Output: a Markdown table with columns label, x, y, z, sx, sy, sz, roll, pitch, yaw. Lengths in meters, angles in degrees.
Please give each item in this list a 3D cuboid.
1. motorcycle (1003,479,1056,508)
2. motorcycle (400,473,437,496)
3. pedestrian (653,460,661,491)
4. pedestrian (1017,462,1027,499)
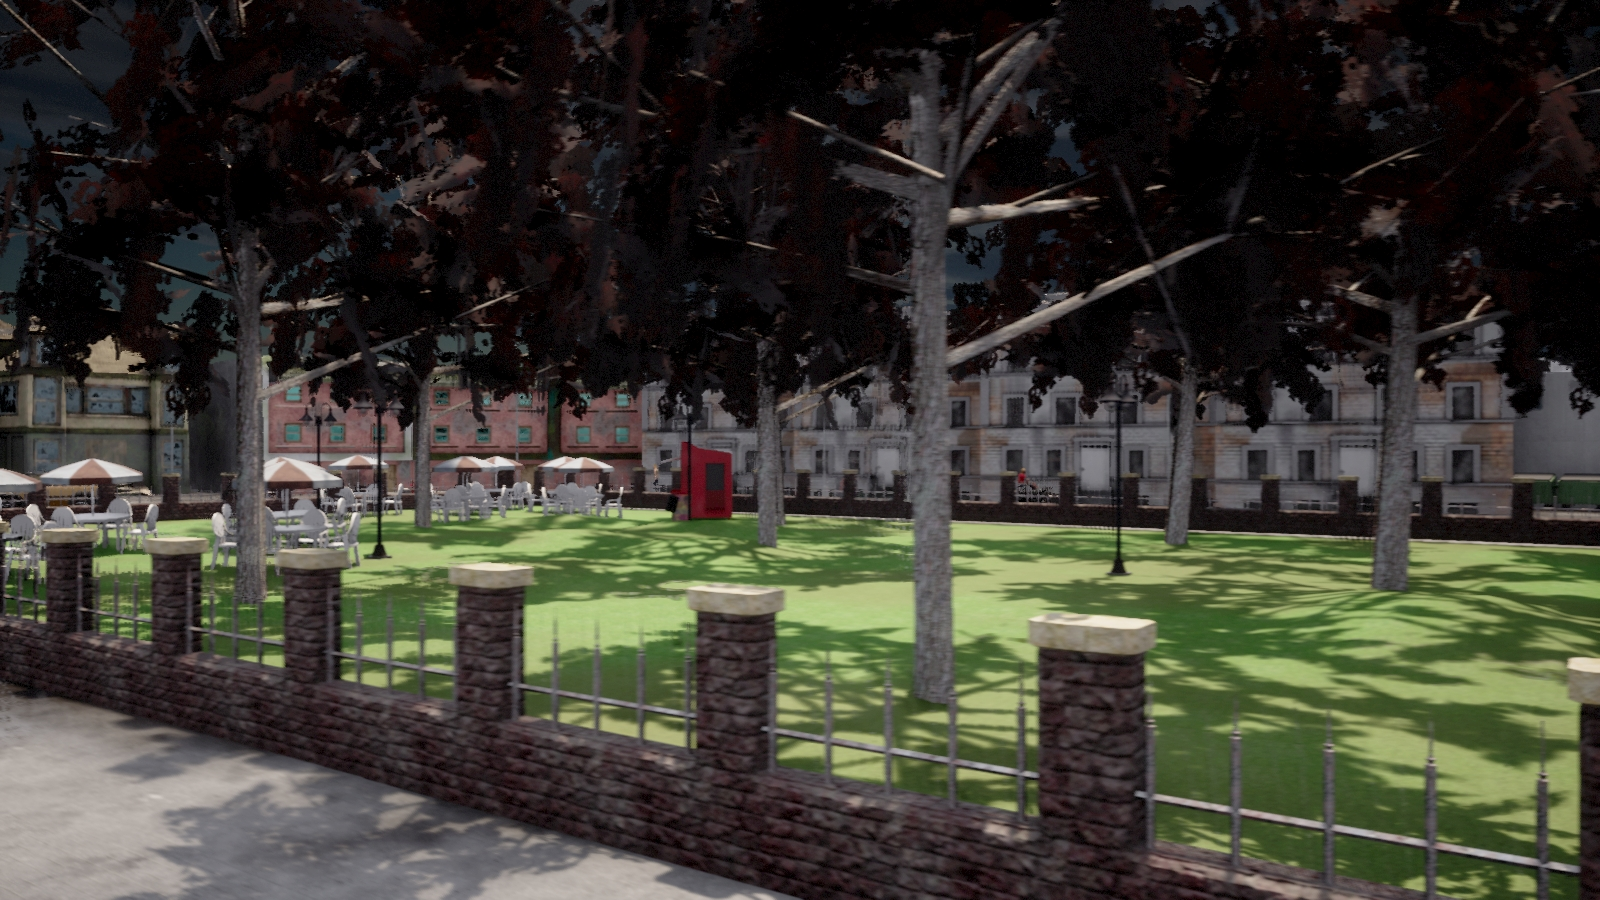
| label | x | y | z | sx | sy | sz | roll | pitch | yaw |
| --- | --- | --- | --- | --- | --- | --- | --- | --- | --- |
| motorcycle | 10.502 | 1.983 | 52.309 | 2.209 | 1.251 | 0.867 | 0 | 0 | 35 |
| motorcycle | -21.650 | 1.959 | 64.850 | 1.805 | 1.236 | 0.856 | 0 | 0 | -39 |
| pedestrian | -8.591 | 1.521 | 68.573 | 0.375 | 1.860 | 0.375 | 0 | 0 | 19 |
| pedestrian | 11.113 | 1.522 | 57.272 | 0.375 | 1.860 | 0.375 | 0 | 0 | 32 |
